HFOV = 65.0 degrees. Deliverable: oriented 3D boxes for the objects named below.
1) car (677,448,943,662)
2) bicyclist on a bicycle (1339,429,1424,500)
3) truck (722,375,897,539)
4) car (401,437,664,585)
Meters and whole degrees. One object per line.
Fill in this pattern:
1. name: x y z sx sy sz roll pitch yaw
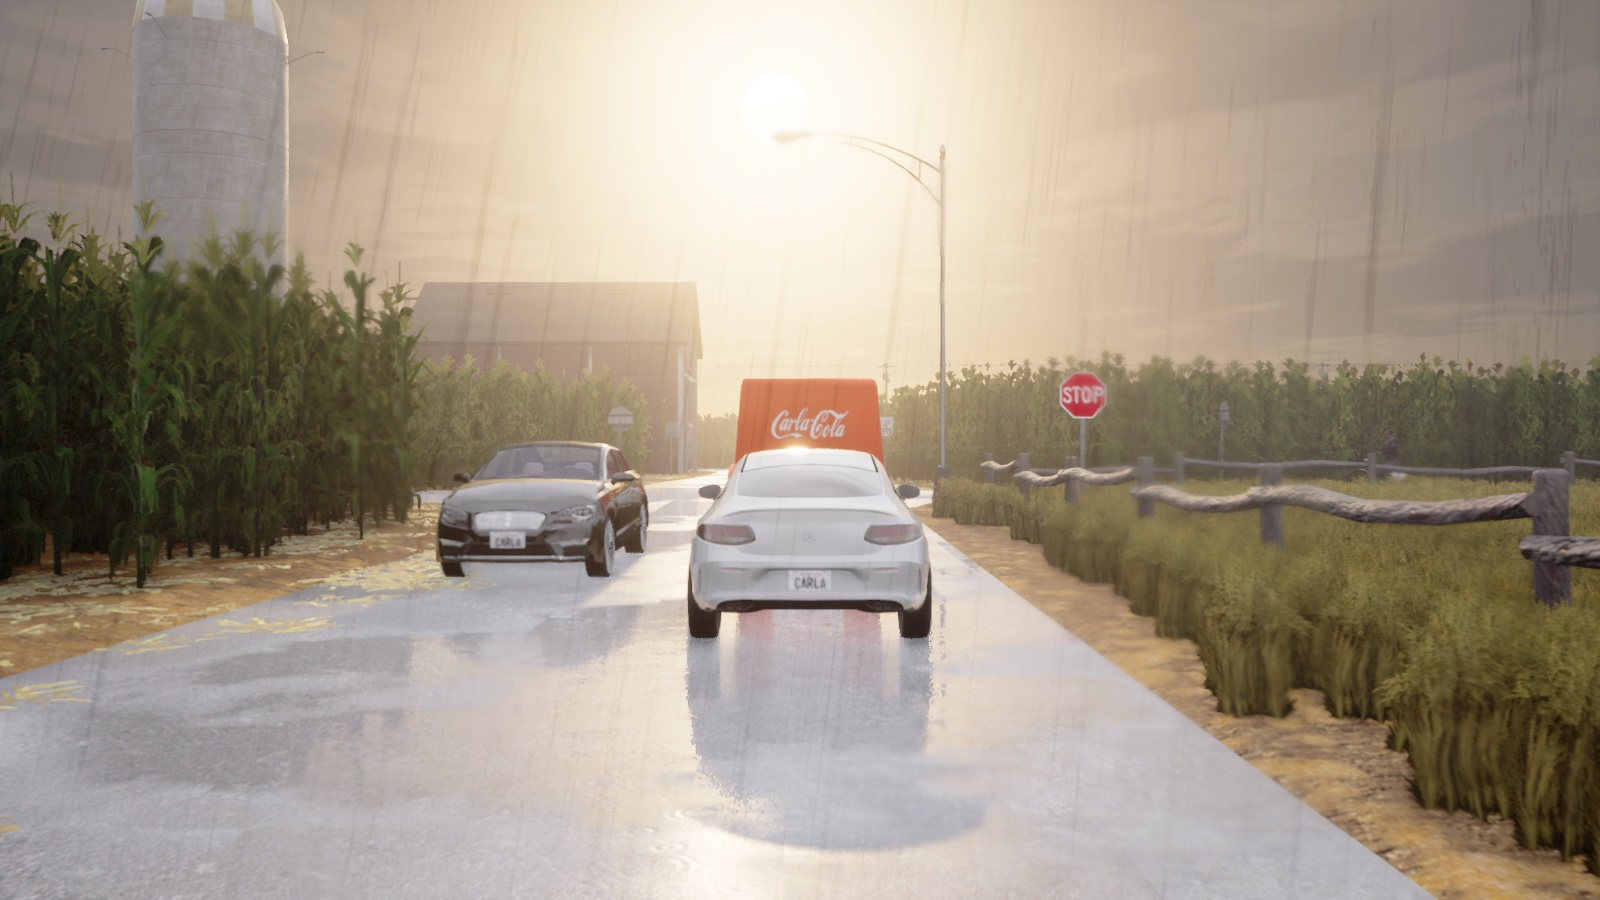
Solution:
1. car: 0.080 0.711 10.891 1.812 1.442 4.674 0 0 0
2. bicyclist on a bicycle: 14.989 0.375 32.381 1.843 1.776 0.659 1 0 1
3. truck: 0.098 0.085 21.524 2.627 2.467 5.204 0 0 -1
4. car: -2.993 0.600 15.259 2.128 1.511 4.902 0 1 0
